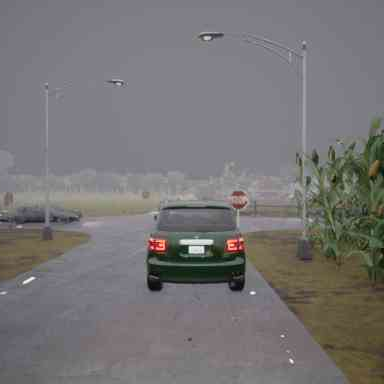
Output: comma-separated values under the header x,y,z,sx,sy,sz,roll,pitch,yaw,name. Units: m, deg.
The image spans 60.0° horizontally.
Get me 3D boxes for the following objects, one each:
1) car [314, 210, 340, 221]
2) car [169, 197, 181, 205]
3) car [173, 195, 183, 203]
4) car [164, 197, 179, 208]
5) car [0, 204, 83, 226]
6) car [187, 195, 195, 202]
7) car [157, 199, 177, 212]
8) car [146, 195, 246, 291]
x,y,z,sx,sy,sz,roll,pitch,yaw,name
12.562,1.522,26.282,5.357,1.411,2.033,0,2,0,car
-2.941,1.557,58.380,1.994,1.385,4.181,0,0,0,car
-2.889,1.473,68.441,1.882,1.535,5.008,0,0,0,car
-2.933,1.468,48.567,1.882,1.535,5.008,0,0,0,car
-10.623,1.592,23.587,5.357,1.411,2.033,0,2,-6,car
-0.157,1.479,80.817,1.882,1.535,5.008,0,0,0,car
-2.924,1.552,39.833,1.994,1.385,4.181,0,0,0,car
0.086,1.217,9.153,2.150,2.045,5.566,0,0,0,car
